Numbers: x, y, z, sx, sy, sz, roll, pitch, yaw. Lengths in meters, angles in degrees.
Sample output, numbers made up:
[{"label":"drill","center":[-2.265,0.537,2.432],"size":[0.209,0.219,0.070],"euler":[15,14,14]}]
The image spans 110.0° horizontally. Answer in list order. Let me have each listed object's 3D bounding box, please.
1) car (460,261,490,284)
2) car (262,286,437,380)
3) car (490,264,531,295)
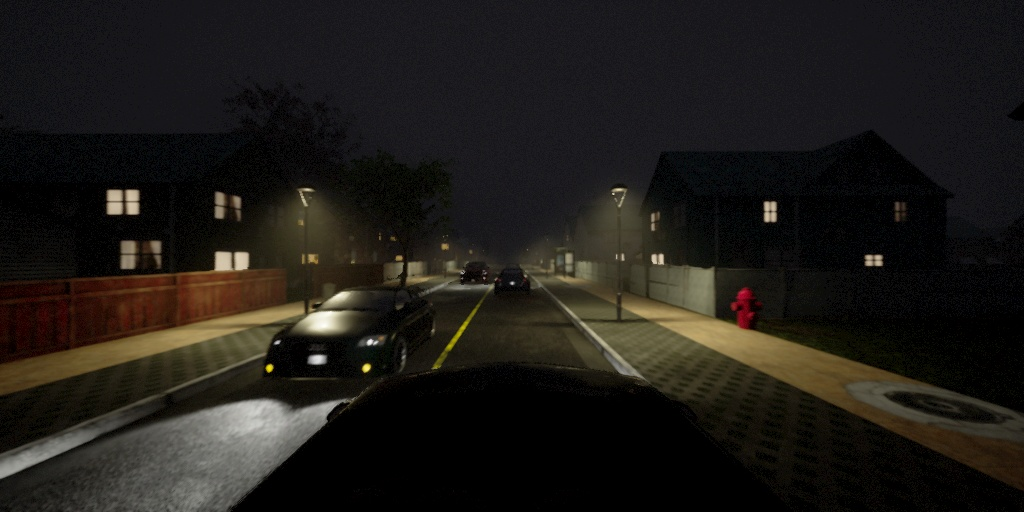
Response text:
[{"label":"car","center":[-2.798,1.193,28.178],"size":[2.097,1.767,4.553],"euler":[0,0,0]},{"label":"car","center":[-2.839,1.325,7.217],"size":[1.994,1.385,4.181],"euler":[0,0,0]},{"label":"car","center":[0.036,1.371,20.408],"size":[1.994,1.385,4.181],"euler":[0,0,1]}]
